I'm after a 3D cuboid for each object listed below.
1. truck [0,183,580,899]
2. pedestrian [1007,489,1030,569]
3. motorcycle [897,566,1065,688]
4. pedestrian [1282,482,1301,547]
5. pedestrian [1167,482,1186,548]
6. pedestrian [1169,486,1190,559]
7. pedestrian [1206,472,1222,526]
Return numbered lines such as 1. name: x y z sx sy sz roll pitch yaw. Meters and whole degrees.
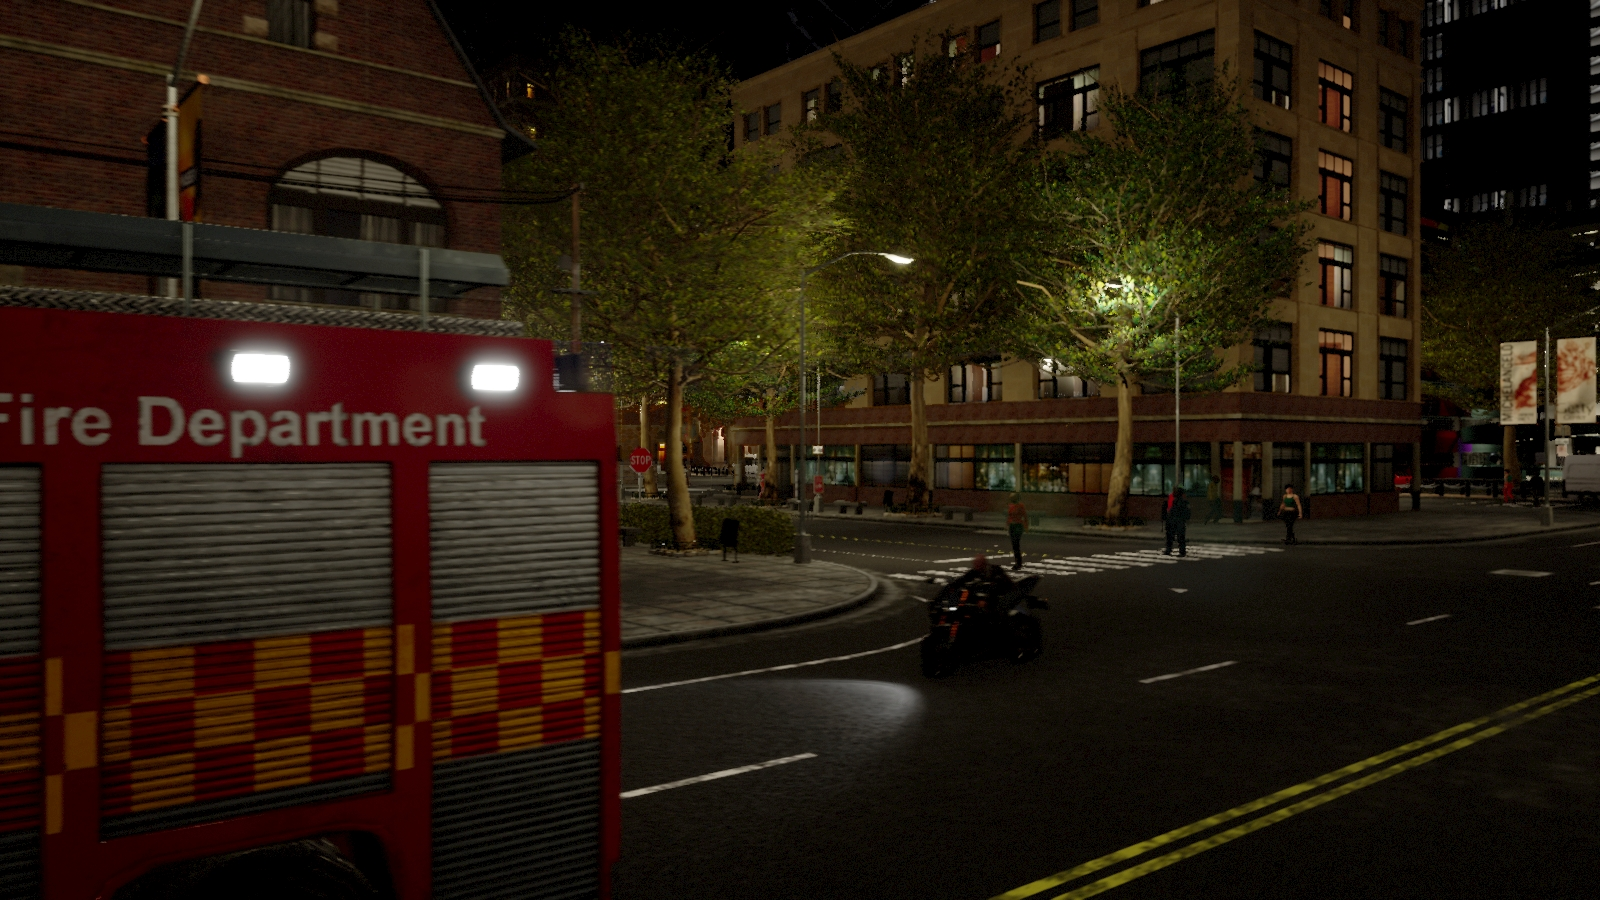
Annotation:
1. truck: -5.373 0.896 4.418 8.468 3.827 2.891 0 0 -37
2. pedestrian: 5.152 1.858 26.932 0.375 1.860 0.375 0 0 -38
3. motorcycle: 2.342 2.210 14.615 2.209 1.251 0.867 0 0 -39
4. pedestrian: 14.222 1.855 33.052 0.375 1.860 0.375 0 0 -39
5. pedestrian: 10.823 1.858 32.824 0.375 1.860 0.375 0 0 -44
6. pedestrian: 9.794 1.856 29.468 0.375 1.860 0.375 0 0 -39
7. pedestrian: 14.542 1.706 40.124 0.375 1.860 0.375 0 0 -36
